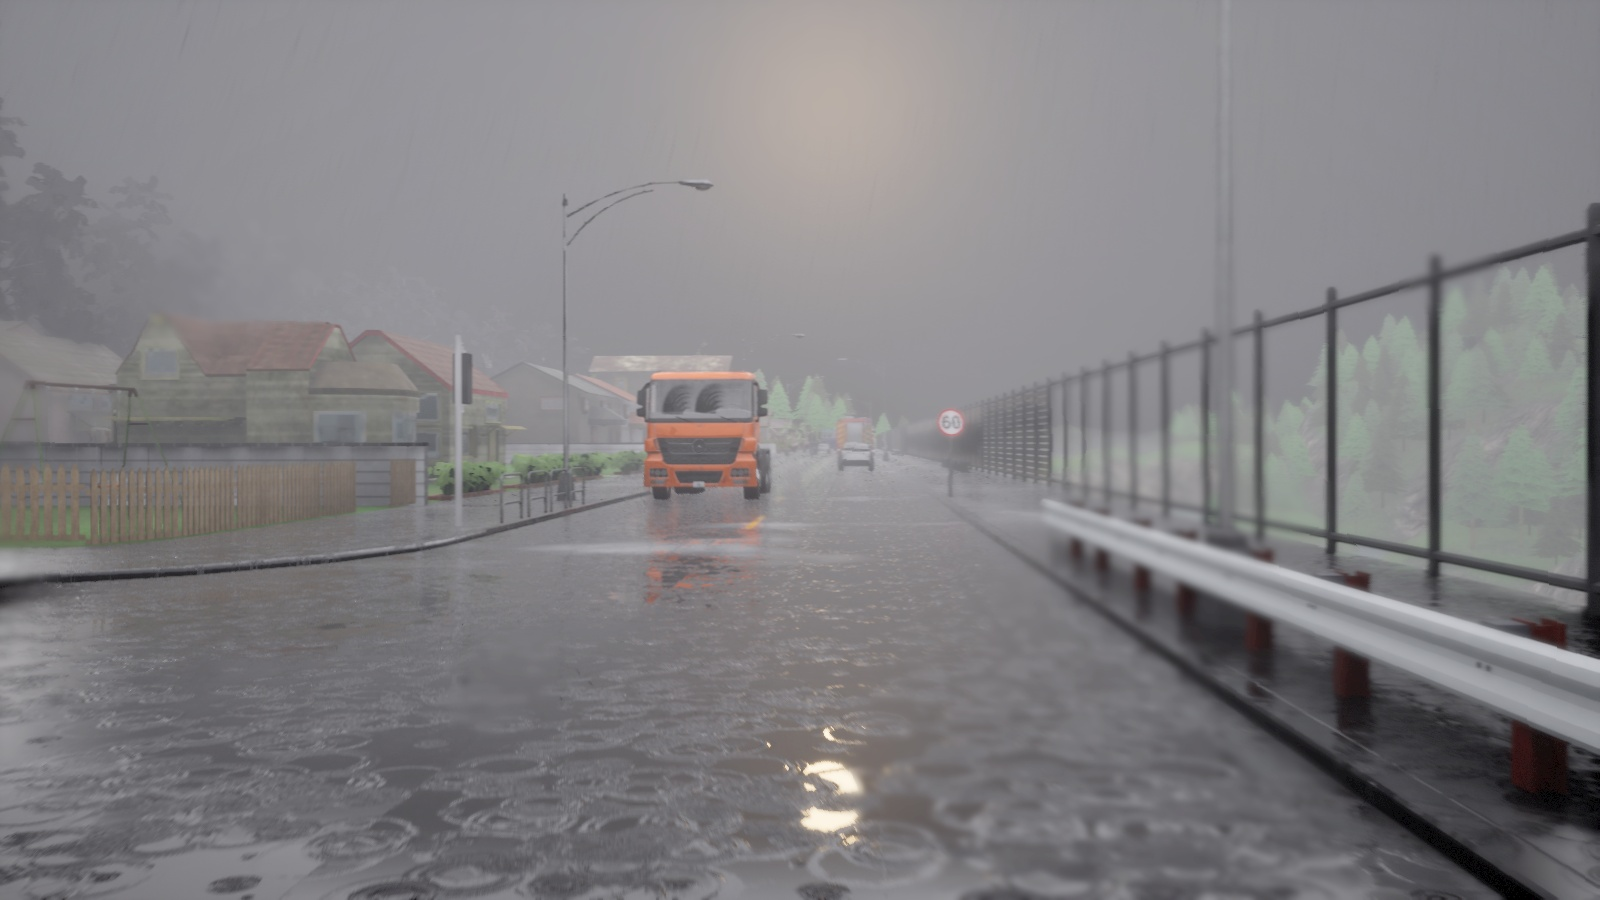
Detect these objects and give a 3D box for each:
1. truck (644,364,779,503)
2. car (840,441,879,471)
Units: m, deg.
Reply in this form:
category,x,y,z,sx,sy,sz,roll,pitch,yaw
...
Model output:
category,x,y,z,sx,sy,sz,roll,pitch,yaw
truck,-2.273,-0.433,35.230,2.891,3.462,7.936,0,0,3
car,3.188,0.310,67.186,2.007,1.525,4.514,0,0,3
